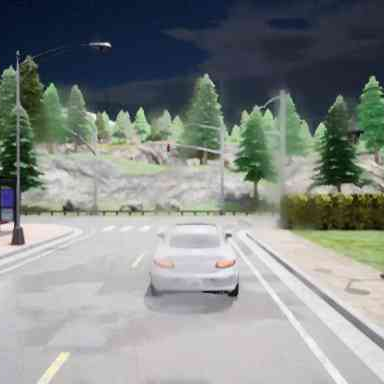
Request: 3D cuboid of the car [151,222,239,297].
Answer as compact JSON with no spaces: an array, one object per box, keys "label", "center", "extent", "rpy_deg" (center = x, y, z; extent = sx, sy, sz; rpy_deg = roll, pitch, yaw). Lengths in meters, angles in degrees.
[{"label":"car","center":[0.073,1.494,8.387],"extent":[1.812,1.442,4.674],"rpy_deg":[0,0,0]}]
